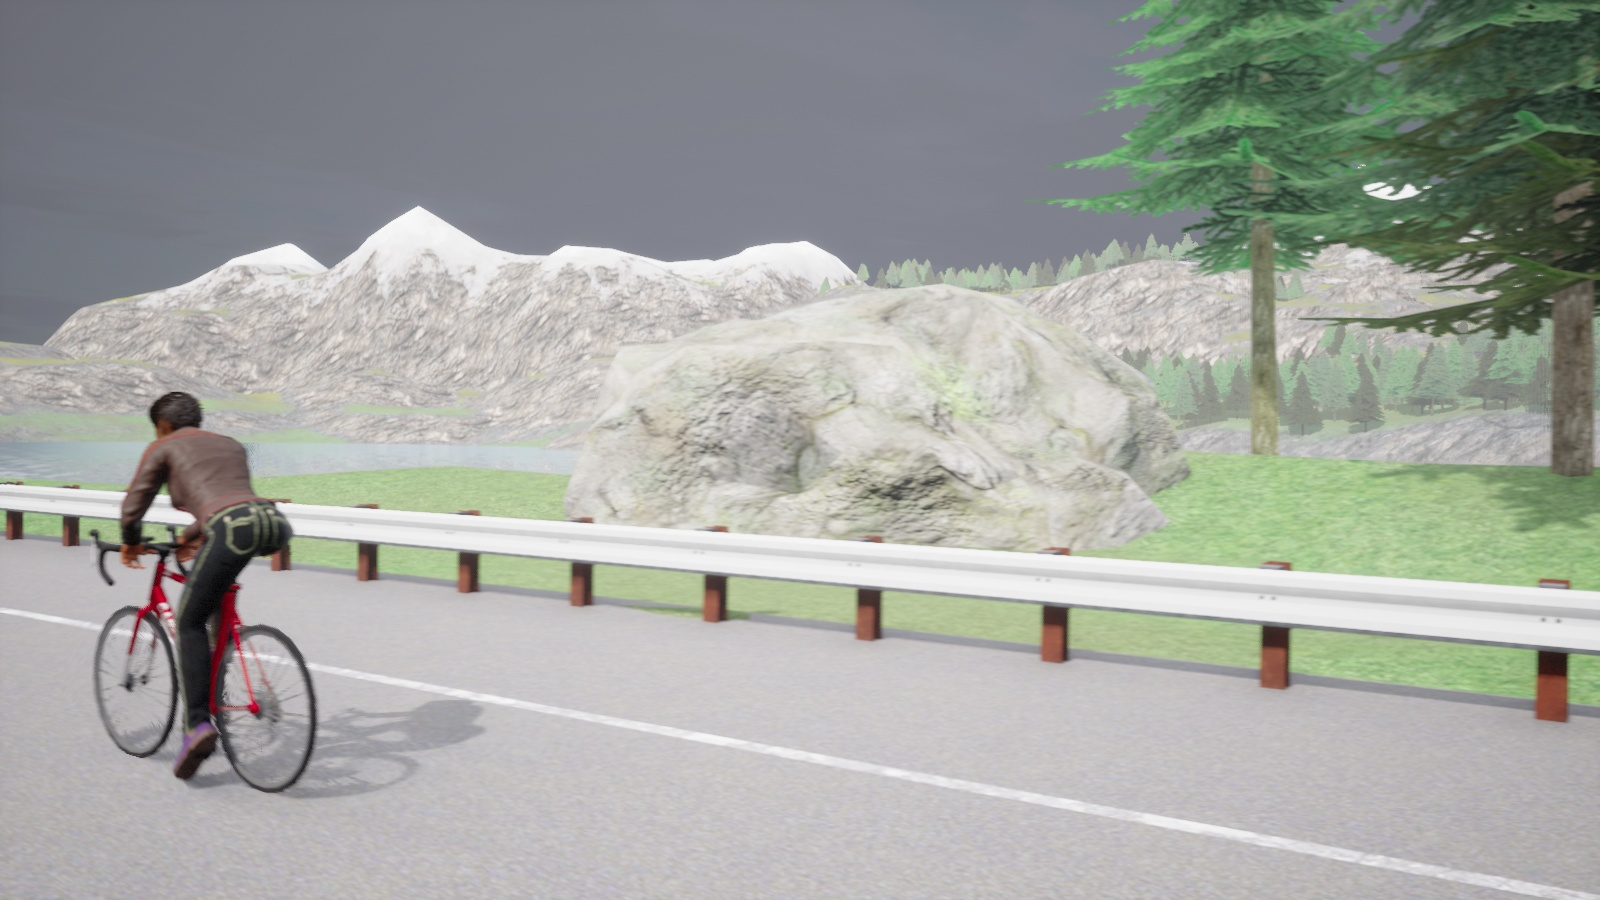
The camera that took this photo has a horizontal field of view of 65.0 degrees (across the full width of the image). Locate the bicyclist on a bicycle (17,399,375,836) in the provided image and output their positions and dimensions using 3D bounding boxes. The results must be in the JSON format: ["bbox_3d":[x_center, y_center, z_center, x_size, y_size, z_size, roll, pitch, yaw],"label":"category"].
[{"bbox_3d":[-2.605,0.622,5.353,1.656,1.620,0.582,0,1,34],"label":"bicyclist on a bicycle"}]
